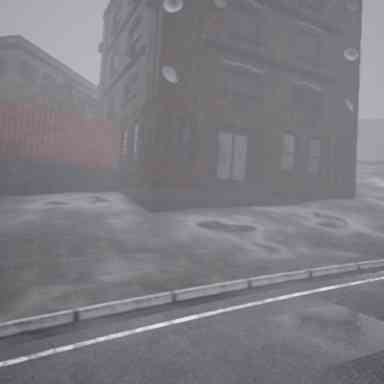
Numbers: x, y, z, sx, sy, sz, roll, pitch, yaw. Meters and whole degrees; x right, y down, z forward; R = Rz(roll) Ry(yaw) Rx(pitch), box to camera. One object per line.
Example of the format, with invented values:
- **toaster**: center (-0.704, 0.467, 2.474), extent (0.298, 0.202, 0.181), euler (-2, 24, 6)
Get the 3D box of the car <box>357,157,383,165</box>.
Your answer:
- **car**: center (22.443, -3.651, 42.201), extent (4.553, 1.767, 2.185), euler (2, -2, 15)
